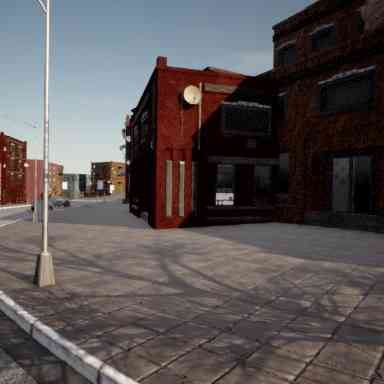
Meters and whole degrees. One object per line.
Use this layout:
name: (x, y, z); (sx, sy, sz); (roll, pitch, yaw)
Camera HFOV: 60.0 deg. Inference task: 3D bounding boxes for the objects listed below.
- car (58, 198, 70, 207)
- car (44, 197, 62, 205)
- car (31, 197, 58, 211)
car: (-20.976, 1.694, 53.691); (1.812, 1.442, 4.674); (1, 0, -9)
car: (-25.938, 1.705, 62.217); (2.033, 1.411, 5.357); (1, 0, -9)
car: (-19.127, 1.683, 42.751); (1.994, 1.385, 4.181); (1, 0, -9)
